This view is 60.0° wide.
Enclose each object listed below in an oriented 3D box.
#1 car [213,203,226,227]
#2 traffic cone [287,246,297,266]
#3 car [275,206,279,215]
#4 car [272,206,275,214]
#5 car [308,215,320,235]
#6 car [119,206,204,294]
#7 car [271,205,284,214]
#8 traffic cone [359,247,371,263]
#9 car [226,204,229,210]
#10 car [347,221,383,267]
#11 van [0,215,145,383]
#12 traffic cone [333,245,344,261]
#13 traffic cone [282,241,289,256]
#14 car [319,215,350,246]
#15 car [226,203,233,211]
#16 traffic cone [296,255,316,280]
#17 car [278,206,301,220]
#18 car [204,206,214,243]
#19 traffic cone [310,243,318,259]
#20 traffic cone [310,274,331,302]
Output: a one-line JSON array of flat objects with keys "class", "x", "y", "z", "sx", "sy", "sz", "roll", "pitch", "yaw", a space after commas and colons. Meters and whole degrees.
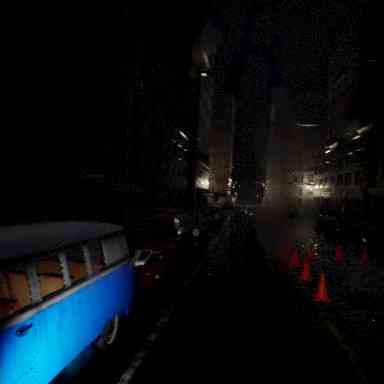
[{"class": "car", "x": 1.346, "y": 1.801, "z": 25.769, "sx": 1.967, "sy": 1.590, "sz": 4.097, "roll": 2, "pitch": -1, "yaw": 9}, {"class": "traffic cone", "x": 3.639, "y": 2.288, "z": 11.725, "sx": 0.340, "sy": 0.580, "sz": 0.340, "roll": 3, "pitch": -1, "yaw": 9}, {"class": "car", "x": 13.147, "y": 2.759, "z": 46.737, "sx": 1.752, "sy": 1.417, "sz": 4.829, "roll": 2, "pitch": -1, "yaw": 9}, {"class": "car", "x": 13.957, "y": 2.900, "z": 52.091, "sx": 1.947, "sy": 1.339, "sz": 4.313, "roll": 2, "pitch": -1, "yaw": 9}, {"class": "car", "x": 9.770, "y": 2.360, "z": 24.482, "sx": 2.008, "sy": 1.369, "sz": 4.403, "roll": 2, "pitch": -1, "yaw": 9}, {"class": "car", "x": -1.157, "y": 1.355, "z": 9.205, "sx": 2.192, "sy": 1.841, "sz": 5.009, "roll": 2, "pitch": -1, "yaw": 9}, {"class": "car", "x": 14.794, "y": 3.020, "z": 57.613, "sx": 1.802, "sy": 1.307, "sz": 4.206, "roll": 2, "pitch": -1, "yaw": 9}, {"class": "traffic cone", "x": 6.891, "y": 2.481, "z": 13.251, "sx": 0.340, "sy": 0.580, "sz": 0.340, "roll": 2, "pitch": -1, "yaw": 9}, {"class": "car", "x": 2.176, "y": 2.049, "z": 31.289, "sx": 1.802, "sy": 1.307, "sz": 4.206, "roll": 2, "pitch": -1, "yaw": 9}, {"class": "car", "x": 8.094, "y": 2.161, "z": 13.439, "sx": 1.947, "sy": 1.339, "sz": 4.313, "roll": 2, "pitch": -1, "yaw": 9}, {"class": "van", "x": -1.994, "y": 1.273, "z": 3.683, "sx": 1.690, "sy": 1.788, "sz": 3.998, "roll": 2, "pitch": -1, "yaw": 9}, {"class": "traffic cone", "x": 5.912, "y": 2.431, "z": 13.401, "sx": 0.340, "sy": 0.580, "sz": 0.340, "roll": 3, "pitch": -1, "yaw": 9}, {"class": "traffic cone", "x": 3.938, "y": 2.326, "z": 13.702, "sx": 0.340, "sy": 0.580, "sz": 0.340, "roll": 3, "pitch": -1, "yaw": 9}, {"class": "car", "x": 8.931, "y": 2.268, "z": 18.961, "sx": 1.947, "sy": 1.339, "sz": 4.313, "roll": 2, "pitch": -1, "yaw": 9}, {"class": "car", "x": 6.360, "y": 2.533, "z": 58.898, "sx": 1.887, "sy": 1.381, "sz": 4.507, "roll": 2, "pitch": -1, "yaw": 9}, {"class": "traffic cone", "x": 3.340, "y": 2.249, "z": 9.748, "sx": 0.340, "sy": 0.580, "sz": 0.340, "roll": 3, "pitch": -1, "yaw": 9}, {"class": "car", "x": 12.282, "y": 2.677, "z": 41.047, "sx": 2.008, "sy": 1.369, "sz": 4.403, "roll": 2, "pitch": -1, "yaw": 9}, {"class": "car", "x": -0.326, "y": 1.587, "z": 14.725, "sx": 1.967, "sy": 1.590, "sz": 4.097, "roll": 2, "pitch": -1, "yaw": 9}, {"class": "traffic cone", "x": 4.925, "y": 2.378, "z": 13.552, "sx": 0.340, "sy": 0.580, "sz": 0.340, "roll": 3, "pitch": -1, "yaw": 9}, {"class": "traffic cone", "x": 3.040, "y": 2.211, "z": 7.771, "sx": 0.340, "sy": 0.580, "sz": 0.340, "roll": 3, "pitch": -1, "yaw": 9}]
